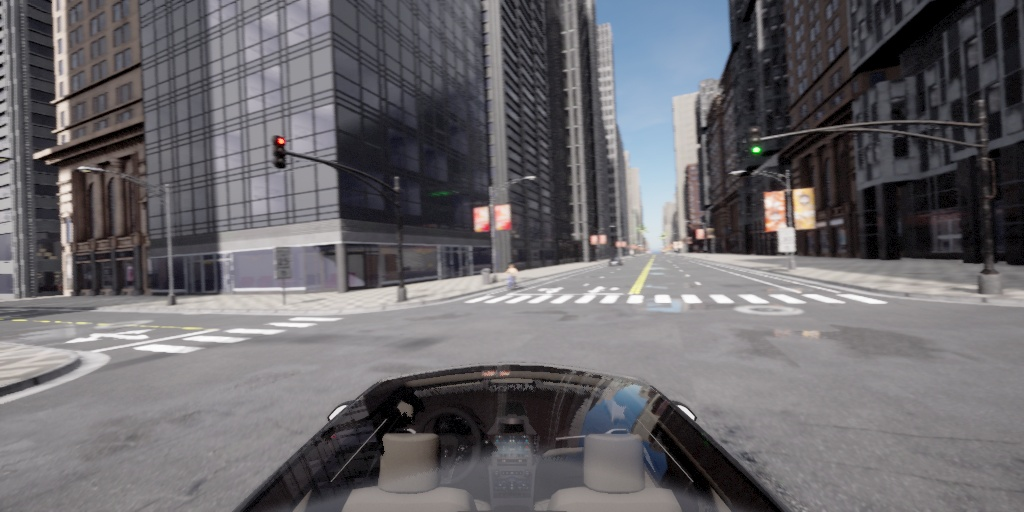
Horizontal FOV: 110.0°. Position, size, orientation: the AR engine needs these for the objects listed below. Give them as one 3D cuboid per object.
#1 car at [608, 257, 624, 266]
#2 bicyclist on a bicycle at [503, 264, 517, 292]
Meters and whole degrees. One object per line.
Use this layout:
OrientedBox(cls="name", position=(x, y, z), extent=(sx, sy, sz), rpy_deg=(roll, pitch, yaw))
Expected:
OrientedBox(cls="car", position=(16.277, 0.829, 56.294), extent=(1.812, 1.442, 4.674), rpy_deg=(-3, 0, 22))
OrientedBox(cls="bicyclist on a bicycle", position=(-0.030, 1.299, 21.652), extent=(0.866, 1.612, 1.509), rpy_deg=(-3, 0, 22))
